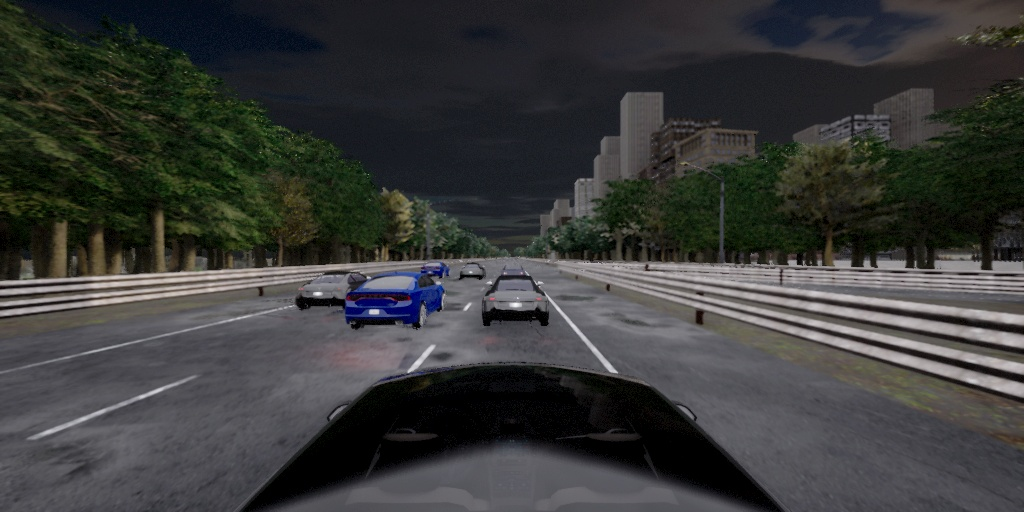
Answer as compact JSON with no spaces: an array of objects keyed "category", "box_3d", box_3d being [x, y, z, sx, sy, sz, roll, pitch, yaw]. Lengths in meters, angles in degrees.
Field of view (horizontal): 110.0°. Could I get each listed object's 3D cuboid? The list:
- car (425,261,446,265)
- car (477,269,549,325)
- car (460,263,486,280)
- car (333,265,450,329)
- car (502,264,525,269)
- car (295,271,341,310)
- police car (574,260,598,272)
[{"category":"car","box_3d":[-6.903,1.229,32.608,1.882,1.535,5.008,0,0,0]},{"category":"car","box_3d":[0.100,1.315,11.851,1.994,1.385,4.181,0,0,0]},{"category":"car","box_3d":[-3.405,1.315,31.615,1.994,1.385,4.181,0,0,0]},{"category":"car","box_3d":[-3.400,1.228,11.323,1.882,1.535,5.008,0,0,0]},{"category":"car","box_3d":[0.097,1.352,29.668,1.895,1.301,4.718,0,0,0]},{"category":"car","box_3d":[-6.899,1.314,14.750,1.994,1.385,4.181,0,0,0]},{"category":"police car","box_3d":[9.929,1.321,47.177,2.038,1.542,4.974,0,0,-23]}]
